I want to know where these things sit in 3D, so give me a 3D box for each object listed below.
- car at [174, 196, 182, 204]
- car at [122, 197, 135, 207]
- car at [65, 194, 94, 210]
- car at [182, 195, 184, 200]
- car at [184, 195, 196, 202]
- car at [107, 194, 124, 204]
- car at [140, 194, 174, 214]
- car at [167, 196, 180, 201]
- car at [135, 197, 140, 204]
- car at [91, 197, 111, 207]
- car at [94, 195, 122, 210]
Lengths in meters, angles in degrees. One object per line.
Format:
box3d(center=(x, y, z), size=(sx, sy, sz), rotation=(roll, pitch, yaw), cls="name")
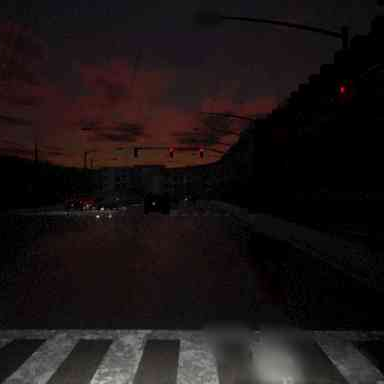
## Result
box3d(center=(-3.474, 1.505, 63.097), size=(1.837, 1.490, 4.892), rotation=(0, 0, 0), cls="car")
box3d(center=(-10.631, 1.601, 51.401), size=(1.895, 1.301, 4.718), rotation=(0, 0, 0), cls="car")
box3d(center=(-14.132, 1.221, 42.089), size=(2.150, 2.045, 5.566), rotation=(0, 0, 1), cls="car")
box3d(center=(-1.379, 1.390, 83.471), size=(2.128, 1.511, 4.902), rotation=(0, 0, -17), cls="car")
box3d(center=(-0.113, 1.518, 73.392), size=(2.128, 1.511, 4.902), rotation=(0, 0, -3), cls="car")
box3d(center=(-14.125, 1.352, 61.871), size=(2.097, 1.767, 4.553), rotation=(0, 0, 0), cls="car")
box3d(center=(-3.559, 1.221, 34.814), size=(2.150, 2.045, 5.566), rotation=(0, 0, 3), cls="car")
box3d(center=(-4.596, 1.595, 81.952), size=(1.895, 1.301, 4.718), rotation=(0, 0, -17), cls="car")
box3d(center=(-10.625, 1.547, 61.743), size=(2.033, 1.411, 5.357), rotation=(0, 0, 0), cls="car")
box3d(center=(-14.133, 1.505, 51.898), size=(1.837, 1.490, 4.892), rotation=(0, 0, 0), cls="car")
box3d(center=(-10.628, 1.526, 42.296), size=(1.812, 1.442, 4.674), rotation=(0, 0, 0), cls="car")
